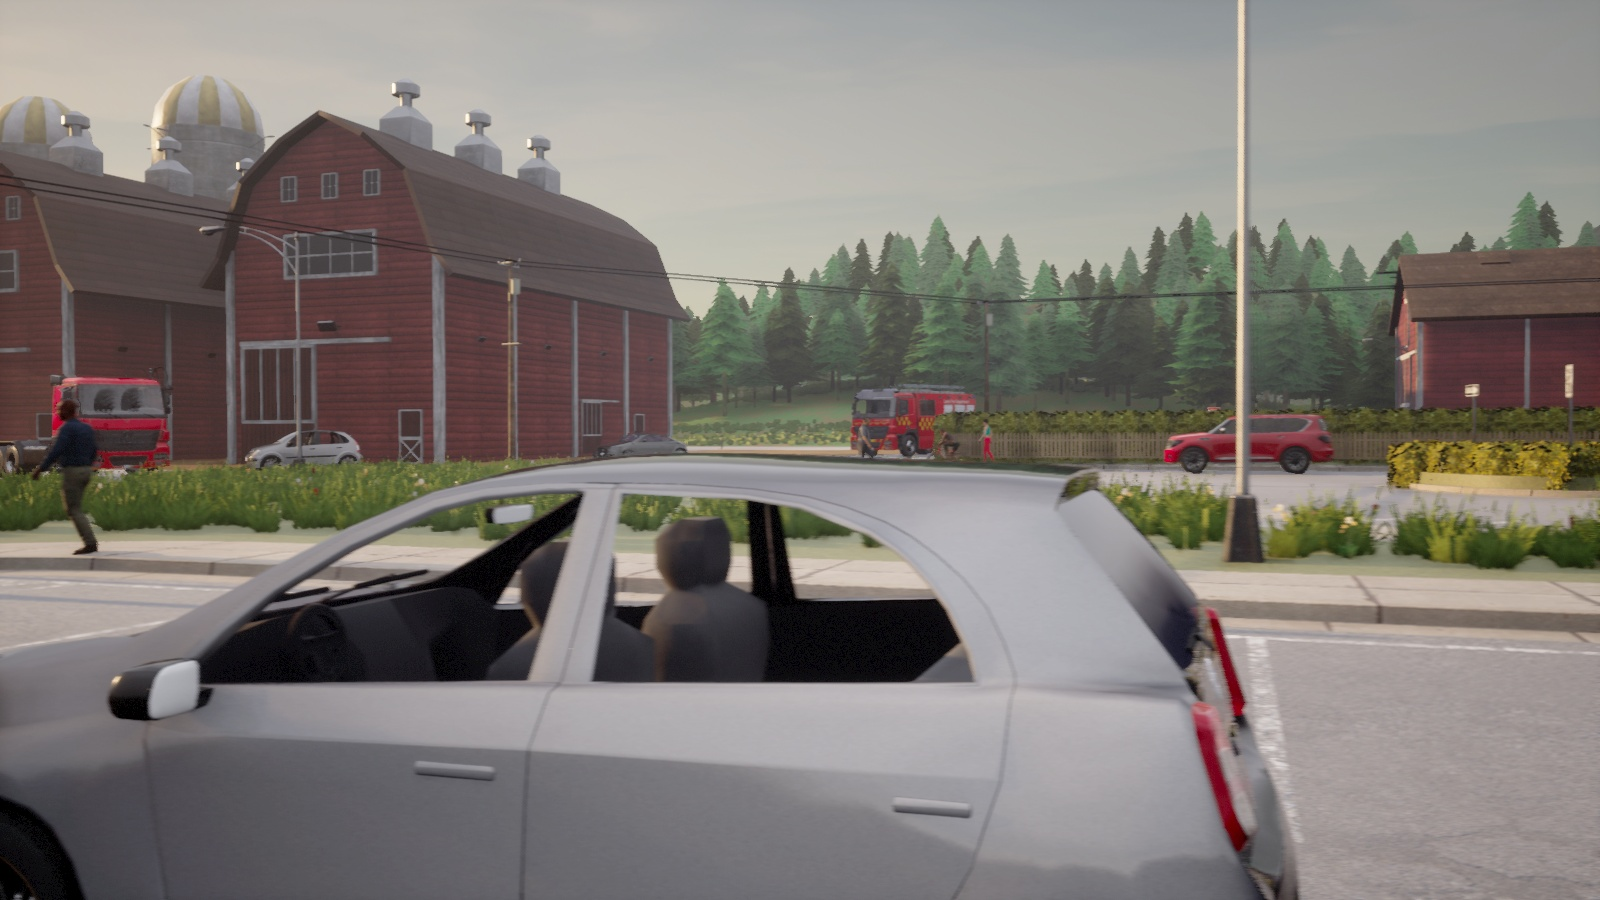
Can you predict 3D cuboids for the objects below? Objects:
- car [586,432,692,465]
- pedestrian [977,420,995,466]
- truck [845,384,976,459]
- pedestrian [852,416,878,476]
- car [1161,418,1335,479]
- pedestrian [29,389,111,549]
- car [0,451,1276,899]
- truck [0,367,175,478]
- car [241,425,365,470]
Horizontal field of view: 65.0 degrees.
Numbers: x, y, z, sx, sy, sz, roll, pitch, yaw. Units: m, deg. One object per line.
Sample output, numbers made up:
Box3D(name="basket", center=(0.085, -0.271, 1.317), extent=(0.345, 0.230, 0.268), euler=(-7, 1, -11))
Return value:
Box3D(name="car", center=(-7.006, -0.099, 54.969), extent=(4.181, 1.385, 1.994), euler=(-1, 1, -40))
Box3D(name="pedestrian", center=(7.479, -0.299, 50.528), extent=(0.594, 1.836, 0.345), euler=(1, 1, 32))
Box3D(name="truck", center=(6.111, -1.557, 68.085), extent=(2.891, 3.827, 8.468), euler=(1, 2, 38))
Box3D(name="pedestrian", center=(2.019, -0.135, 39.007), extent=(0.694, 1.848, 0.540), euler=(1, 1, 19))
Box3D(name="car", center=(15.564, -0.098, 43.817), extent=(5.566, 2.045, 2.150), euler=(1, 1, 19))
Box3D(name="pedestrian", center=(-8.467, 0.217, 14.570), extent=(0.726, 1.835, 0.370), euler=(0, 1, 2))
Box3D(name="car", center=(-0.687, 0.783, 3.425), extent=(3.633, 1.501, 1.845), euler=(1, 1, 19))
Box3D(name="truck", center=(-24.803, -0.940, 42.892), extent=(7.936, 3.462, 2.891), euler=(1, 2, 37))
Box3D(name="car", center=(-18.484, -0.124, 46.737), extent=(3.988, 1.617, 1.851), euler=(-1, 1, -32))
